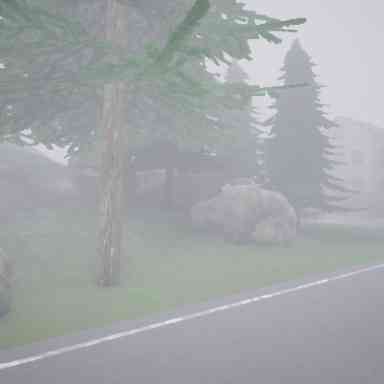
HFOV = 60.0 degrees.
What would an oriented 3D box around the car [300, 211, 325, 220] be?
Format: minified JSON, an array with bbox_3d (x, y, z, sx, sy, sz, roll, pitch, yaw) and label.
[{"bbox_3d":[8.593,1.524,28.528,2.033,1.411,5.357,0,0,-35],"label":"car"}]
